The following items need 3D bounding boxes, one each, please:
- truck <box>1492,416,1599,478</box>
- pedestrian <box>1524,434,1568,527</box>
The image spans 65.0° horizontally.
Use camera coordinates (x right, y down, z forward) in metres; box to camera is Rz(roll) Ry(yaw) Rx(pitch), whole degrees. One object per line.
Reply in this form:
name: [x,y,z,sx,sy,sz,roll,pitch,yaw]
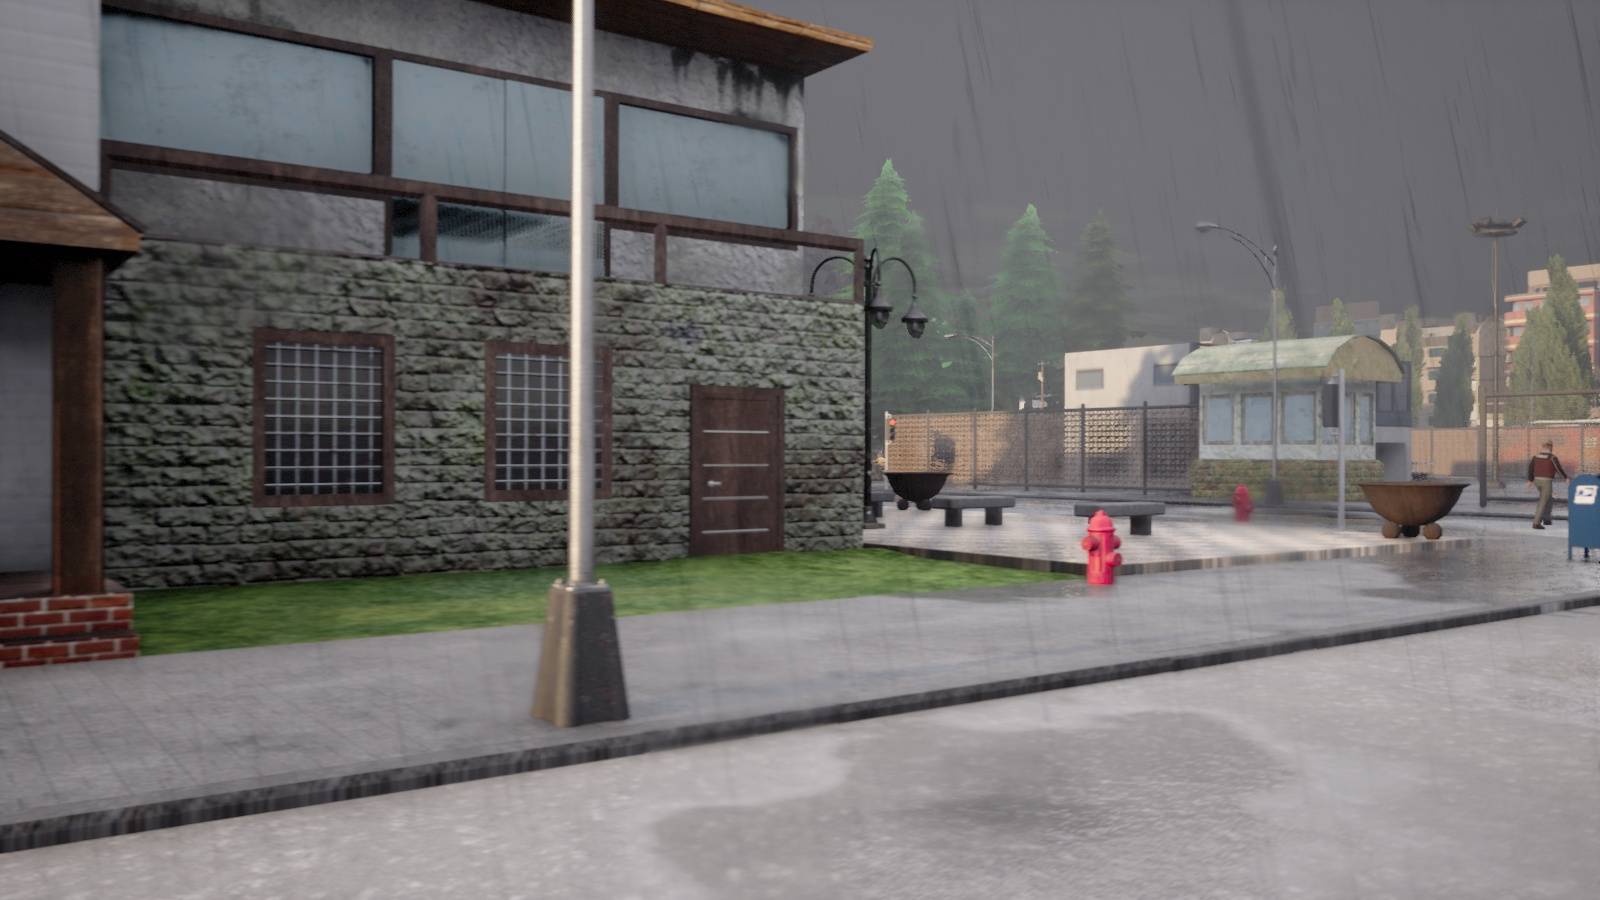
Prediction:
truck: [49.377,-0.185,80.428,2.891,3.827,8.468,0,0,-36]
pedestrian: [15.022,0.609,25.284,0.720,1.854,0.376,0,0,-17]
